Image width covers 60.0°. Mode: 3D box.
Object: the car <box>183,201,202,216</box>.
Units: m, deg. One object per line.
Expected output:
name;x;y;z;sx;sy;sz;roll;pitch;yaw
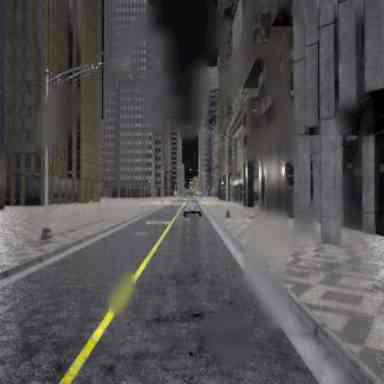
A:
car;0.043;1.670;34.544;2.033;1.411;5.357;0;0;0
